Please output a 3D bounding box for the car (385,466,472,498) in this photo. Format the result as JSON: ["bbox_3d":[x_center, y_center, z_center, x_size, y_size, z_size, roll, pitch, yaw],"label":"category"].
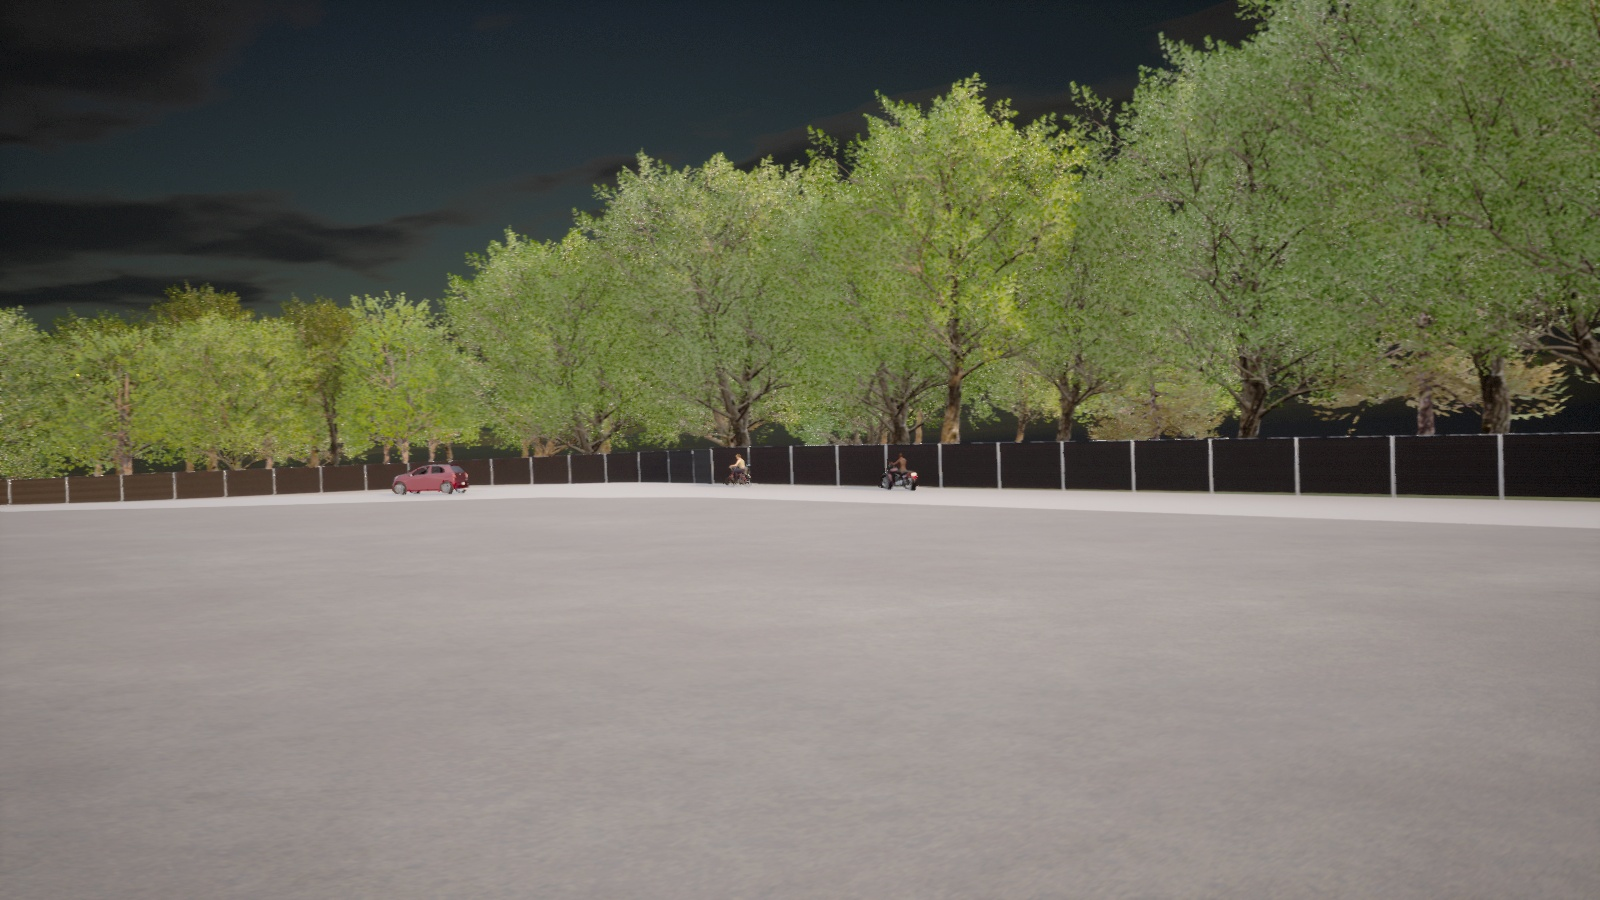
[{"bbox_3d":[-18.450,1.583,62.422,3.633,1.501,1.845,-2,0,11],"label":"car"}]

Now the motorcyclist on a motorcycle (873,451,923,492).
[{"bbox_3d":[4.127,0.901,52.911,0.766,1.649,2.350,-4,2,-33],"label":"motorcyclist on a motorcycle"}]
